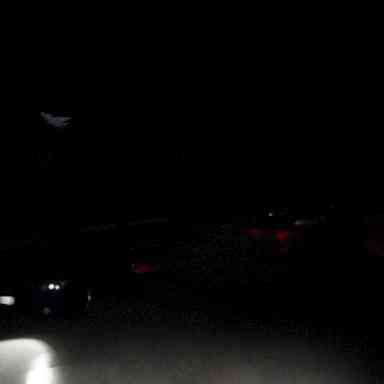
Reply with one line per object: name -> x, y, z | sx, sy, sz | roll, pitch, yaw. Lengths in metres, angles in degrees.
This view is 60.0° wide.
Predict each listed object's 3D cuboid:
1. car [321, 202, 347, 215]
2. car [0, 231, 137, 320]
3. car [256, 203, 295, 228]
car -> 16.868, 1.901, 39.387 | 2.128, 1.511, 4.902 | 0, -1, 44
car -> -2.725, 1.607, 7.422 | 1.994, 1.385, 4.181 | 0, 0, 9
car -> 6.177, 1.579, 24.210 | 2.097, 1.767, 4.553 | 0, 0, 25
